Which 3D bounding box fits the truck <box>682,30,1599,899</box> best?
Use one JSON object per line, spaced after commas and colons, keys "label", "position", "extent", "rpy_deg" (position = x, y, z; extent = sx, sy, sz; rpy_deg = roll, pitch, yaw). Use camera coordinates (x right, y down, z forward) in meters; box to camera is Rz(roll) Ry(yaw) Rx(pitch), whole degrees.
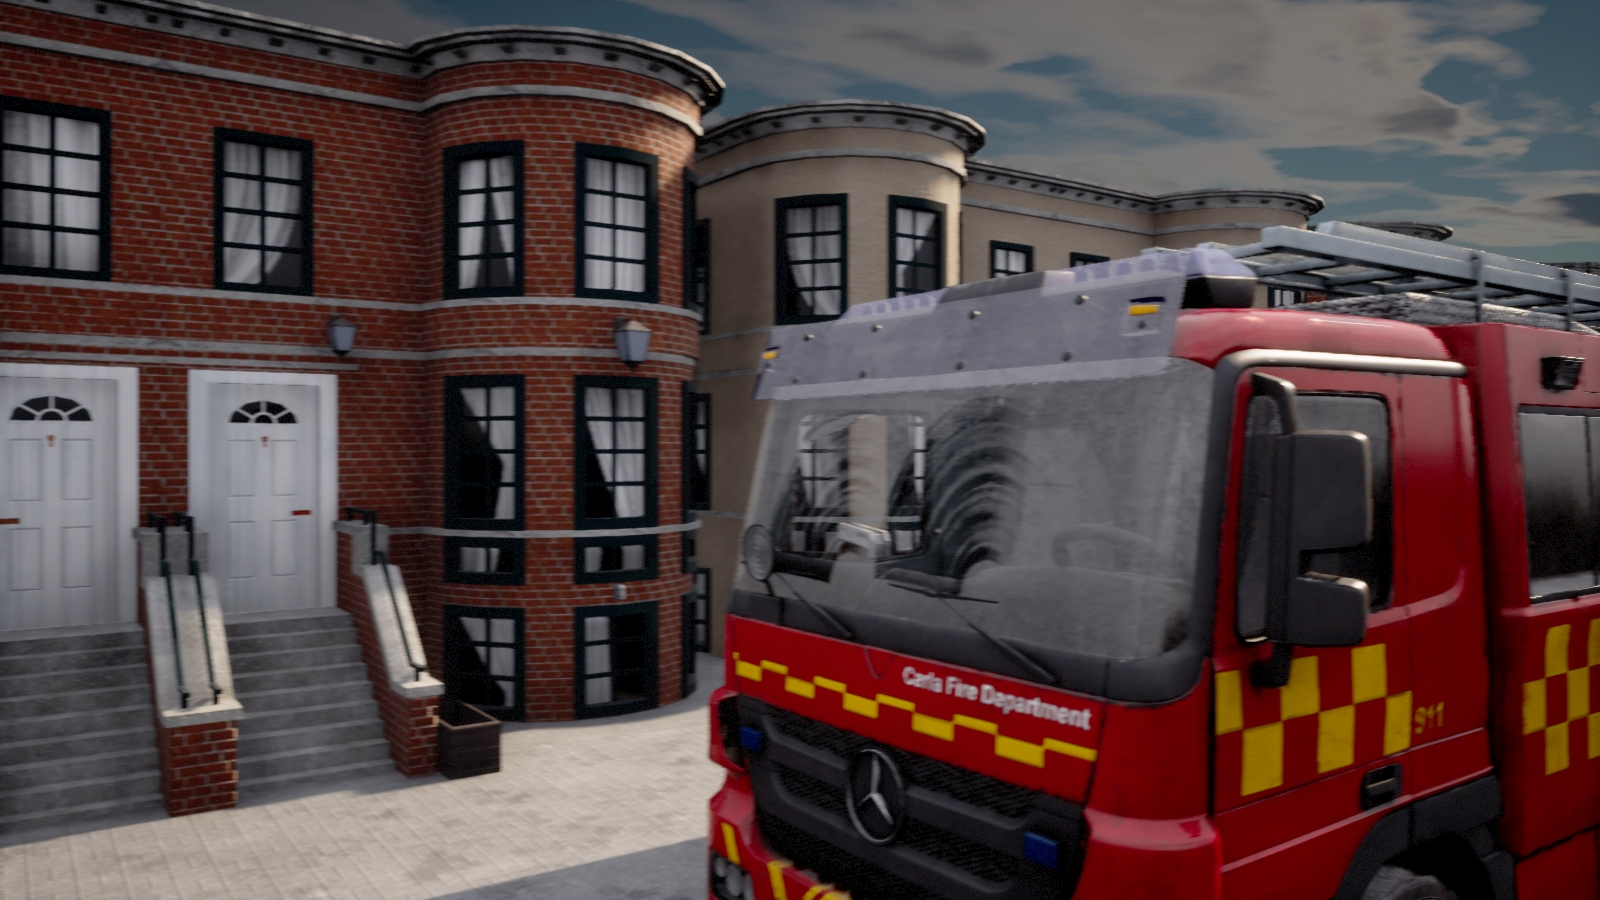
{"label": "truck", "position": [3.705, 0.669, 6.997], "extent": [8.468, 3.827, 2.891], "rpy_deg": [0, 0, -35]}
